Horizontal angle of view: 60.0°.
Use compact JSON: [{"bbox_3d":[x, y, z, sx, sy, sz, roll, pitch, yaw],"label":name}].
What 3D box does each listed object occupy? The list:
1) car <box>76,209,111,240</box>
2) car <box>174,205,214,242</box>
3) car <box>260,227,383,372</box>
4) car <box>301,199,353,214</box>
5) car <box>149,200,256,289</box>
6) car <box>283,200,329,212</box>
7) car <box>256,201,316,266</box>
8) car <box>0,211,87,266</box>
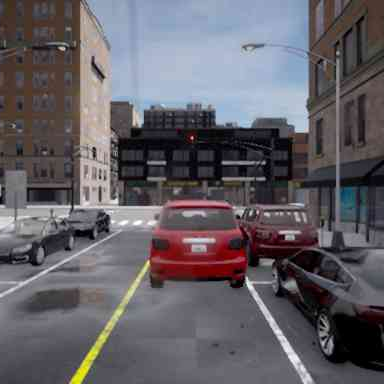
[{"bbox_3d":[-5.376,1.557,17.015,1.947,1.339,4.313,0,0,0],"label":"car"},{"bbox_3d":[0.102,1.517,17.266,1.812,1.442,4.674,0,0,0],"label":"car"},{"bbox_3d":[2.640,1.563,5.685,1.947,1.339,4.313,0,0,0],"label":"car"},{"bbox_3d":[14.541,1.567,36.083,4.892,1.490,1.837,0,0,1],"label":"car"},{"bbox_3d":[0.087,1.217,9.312,2.150,2.045,5.566,0,0,-1],"label":"car"},{"bbox_3d":[13.427,1.657,39.336,4.718,1.301,1.895,0,0,0],"label":"car"},{"bbox_3d":[2.645,1.309,11.347,2.192,1.841,5.009,0,0,0],"label":"car"},{"bbox_3d":[-5.381,1.545,11.353,2.008,1.369,4.403,0,0,0],"label":"car"}]
